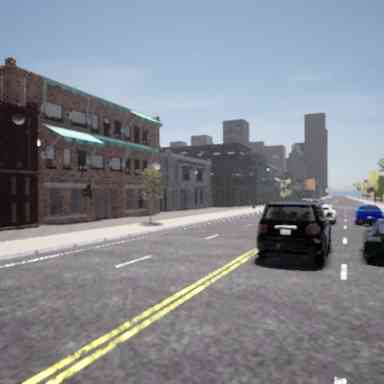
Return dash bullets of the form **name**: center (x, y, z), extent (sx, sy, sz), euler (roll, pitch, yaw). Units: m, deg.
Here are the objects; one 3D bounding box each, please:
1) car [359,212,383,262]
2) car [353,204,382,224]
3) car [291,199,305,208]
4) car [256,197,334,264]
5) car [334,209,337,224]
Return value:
- **car**: center (7.368, 1.675, 12.170), extent (1.994, 1.385, 4.181), euler (0, -1, 25)
- **car**: center (14.003, 1.717, 26.478), extent (1.882, 1.535, 5.008), euler (0, 0, 25)
- **car**: center (19.935, 2.077, 62.607), extent (1.837, 1.490, 4.892), euler (0, -1, 25)
- **car**: center (4.030, 1.343, 12.717), extent (2.150, 2.045, 5.566), euler (0, 0, 25)
- **car**: center (10.905, 1.777, 27.531), extent (1.812, 1.442, 4.674), euler (0, 0, 25)
